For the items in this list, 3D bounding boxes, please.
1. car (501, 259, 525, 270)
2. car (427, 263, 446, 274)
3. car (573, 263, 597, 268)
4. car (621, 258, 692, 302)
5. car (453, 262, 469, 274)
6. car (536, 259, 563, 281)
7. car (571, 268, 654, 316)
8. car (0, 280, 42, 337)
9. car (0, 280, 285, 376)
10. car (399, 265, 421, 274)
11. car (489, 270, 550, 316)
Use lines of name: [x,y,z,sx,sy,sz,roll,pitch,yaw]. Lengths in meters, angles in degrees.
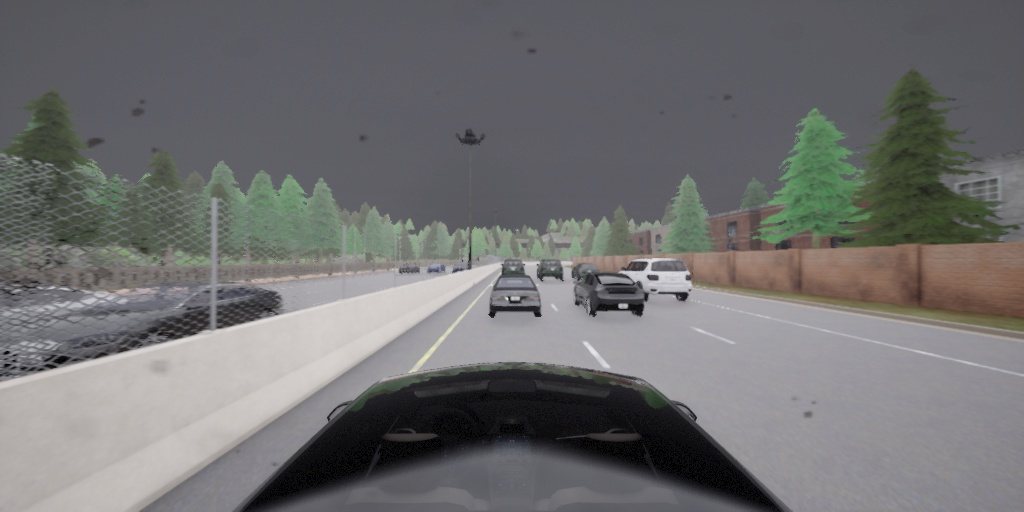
car: [0.100,1.315,34.839,2.150,2.045,5.566,0,0,0]
car: [-10.556,1.728,50.490,1.882,1.535,5.008,0,-1,0]
car: [7.110,1.447,35.064,2.097,1.767,4.553,0,-1,0]
car: [7.104,1.148,18.525,2.150,2.045,5.566,0,0,0]
car: [-7.055,1.607,50.881,2.097,1.767,4.553,0,-1,0]
car: [3.610,1.314,34.636,2.150,2.045,5.566,0,0,0]
car: [3.603,1.385,14.048,1.837,1.490,4.892,0,0,0]
car: [-14.100,1.352,7.287,2.033,1.411,5.357,0,-1,0]
car: [-7.099,1.302,7.726,2.128,1.511,4.902,0,-1,0]
car: [-14.061,1.841,49.533,1.895,1.301,4.718,0,-1,0]
car: [0.102,1.424,13.921,2.033,1.411,5.357,0,-1,0]
